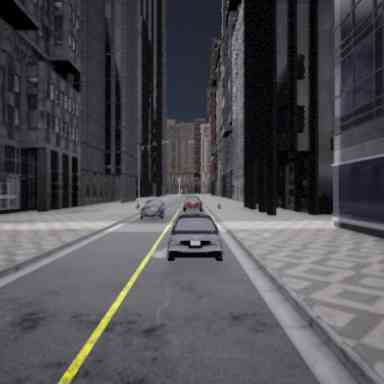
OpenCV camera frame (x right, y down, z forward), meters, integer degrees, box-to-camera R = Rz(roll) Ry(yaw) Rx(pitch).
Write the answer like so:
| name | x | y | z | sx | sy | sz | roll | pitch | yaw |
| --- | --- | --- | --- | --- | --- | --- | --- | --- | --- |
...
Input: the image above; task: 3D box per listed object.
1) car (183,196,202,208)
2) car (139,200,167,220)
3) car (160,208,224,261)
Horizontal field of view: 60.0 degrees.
| name | x | y | z | sx | sy | sz | roll | pitch | yaw |
| --- | --- | --- | --- | --- | --- | --- | --- | --- | --- |
| car | 0.095 | 1.208 | 38.195 | 2.097 | 1.767 | 4.553 | 0 | 0 | 0 |
| car | -3.099 | 1.416 | 27.232 | 1.837 | 1.490 | 4.892 | 0 | 0 | 0 |
| car | 0.099 | 1.519 | 12.165 | 2.033 | 1.411 | 5.357 | 0 | 0 | 0 |
